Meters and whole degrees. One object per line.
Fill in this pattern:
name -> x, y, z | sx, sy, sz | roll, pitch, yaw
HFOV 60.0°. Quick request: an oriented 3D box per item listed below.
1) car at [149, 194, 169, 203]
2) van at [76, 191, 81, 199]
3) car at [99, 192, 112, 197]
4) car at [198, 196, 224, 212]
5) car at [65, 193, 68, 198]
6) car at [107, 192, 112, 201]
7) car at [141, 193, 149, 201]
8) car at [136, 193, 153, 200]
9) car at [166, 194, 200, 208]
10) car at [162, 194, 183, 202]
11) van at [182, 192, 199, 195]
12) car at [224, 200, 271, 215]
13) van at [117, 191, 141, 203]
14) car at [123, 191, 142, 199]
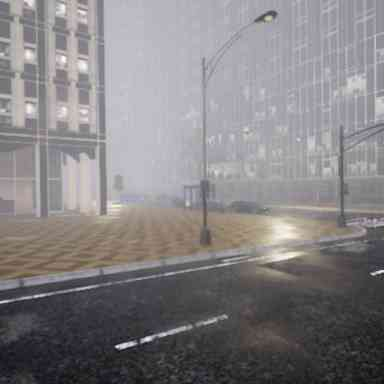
car -> -4.895, 1.007, 56.974 | 2.128, 1.511, 4.902 | -1, 1, -34
van -> -26.512, 0.668, 78.366 | 1.690, 1.788, 3.998 | 0, 1, -34
car -> -22.798, 0.688, 87.787 | 2.008, 1.369, 4.403 | 0, 1, -34
car -> 2.250, 1.387, 36.071 | 1.802, 1.307, 4.206 | -1, 1, -34
car -> -29.718, 0.713, 83.060 | 1.967, 1.590, 4.097 | 0, 1, -34
car -> -16.894, 1.040, 64.290 | 2.008, 1.369, 4.403 | 0, 1, -34
car -> -10.662, 0.924, 65.416 | 1.837, 1.490, 4.892 | -1, 1, -34
car -> -9.974, 0.935, 69.016 | 1.802, 1.307, 4.206 | -1, 1, -34
car -> -0.908, 1.319, 40.796 | 1.947, 1.339, 4.313 | -1, 1, -34
car -> -3.561, 1.042, 59.630 | 1.802, 1.307, 4.206 | -1, 1, -34
van -> -0.356, 0.853, 54.934 | 1.690, 1.788, 3.998 | -1, 1, -34
car -> 5.442, 1.423, 31.366 | 1.947, 1.339, 4.313 | -1, 1, -34
van -> -10.481, 0.937, 54.901 | 1.690, 1.788, 3.998 | -1, 1, -34
car -> -13.180, 0.614, 73.705 | 2.192, 1.841, 5.009 | -1, 1, -34
